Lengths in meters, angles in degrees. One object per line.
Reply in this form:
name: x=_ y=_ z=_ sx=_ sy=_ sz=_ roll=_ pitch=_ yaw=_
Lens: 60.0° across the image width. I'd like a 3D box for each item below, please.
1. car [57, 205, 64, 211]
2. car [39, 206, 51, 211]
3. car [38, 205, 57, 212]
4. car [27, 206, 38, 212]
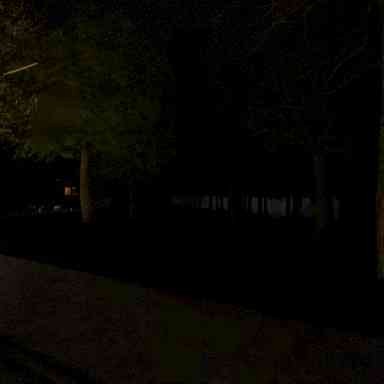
car: x=-35.179 y=4.238 z=87.531 sx=2.128 sy=1.511 sz=4.902 roll=0 pitch=-2 yaw=-9
car: x=-38.385 y=4.274 z=86.995 sx=1.994 sy=1.385 sz=4.181 roll=0 pitch=-2 yaw=-9
car: x=-33.465 y=3.886 z=77.248 sx=1.837 sy=1.490 sz=4.892 roll=0 pitch=-2 yaw=-9
car: x=-36.733 y=3.912 z=77.090 sx=1.837 sy=1.490 sz=4.892 roll=0 pitch=-2 yaw=-9
